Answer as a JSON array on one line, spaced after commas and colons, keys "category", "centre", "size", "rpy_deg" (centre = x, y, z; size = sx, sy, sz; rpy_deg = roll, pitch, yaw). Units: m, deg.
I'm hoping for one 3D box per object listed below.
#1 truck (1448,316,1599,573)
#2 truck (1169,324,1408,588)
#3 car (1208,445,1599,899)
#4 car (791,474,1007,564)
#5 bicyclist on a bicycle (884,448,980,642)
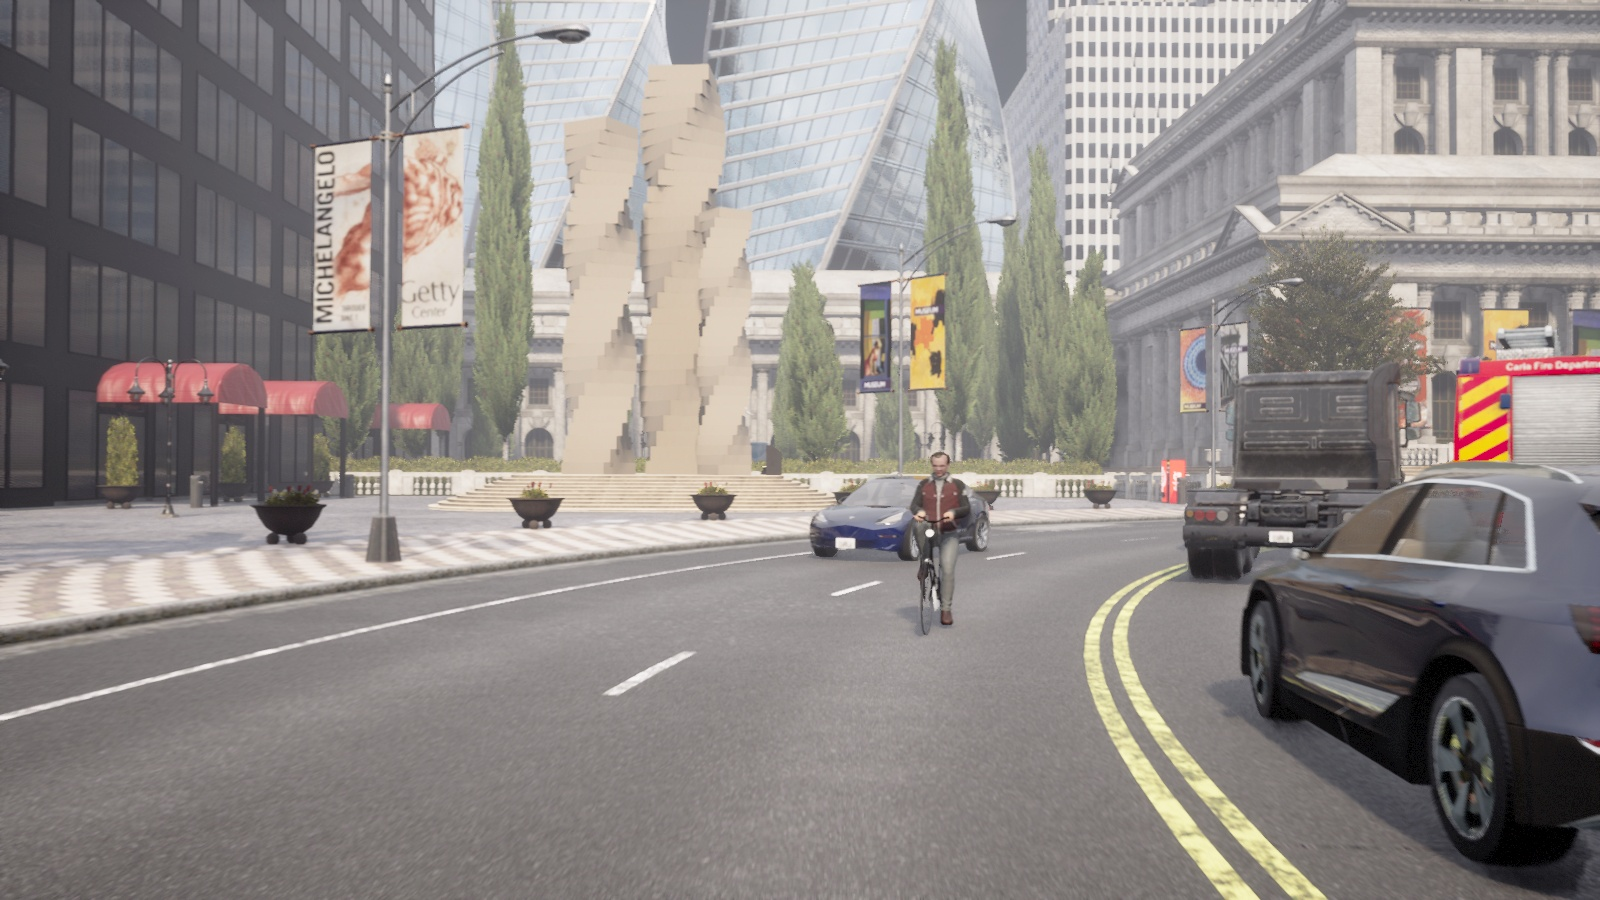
[{"category": "truck", "centre": [13.735, -0.024, 22.572], "size": [2.891, 3.827, 8.468], "rpy_deg": [-1, -1, 33]}, {"category": "truck", "centre": [8.311, 0.147, 20.653], "size": [2.891, 3.462, 7.936], "rpy_deg": [-1, -1, 27]}, {"category": "car", "centre": [3.757, 0.840, 6.552], "size": [2.033, 1.649, 4.856], "rpy_deg": [0, -1, 5]}, {"category": "car", "centre": [1.990, 1.203, 23.620], "size": [2.163, 1.488, 4.792], "rpy_deg": [-1, -1, 30]}, {"category": "bicyclist on a bicycle", "centre": [1.343, 0.889, 12.463], "size": [0.659, 1.776, 1.843], "rpy_deg": [0, -1, 15]}]
